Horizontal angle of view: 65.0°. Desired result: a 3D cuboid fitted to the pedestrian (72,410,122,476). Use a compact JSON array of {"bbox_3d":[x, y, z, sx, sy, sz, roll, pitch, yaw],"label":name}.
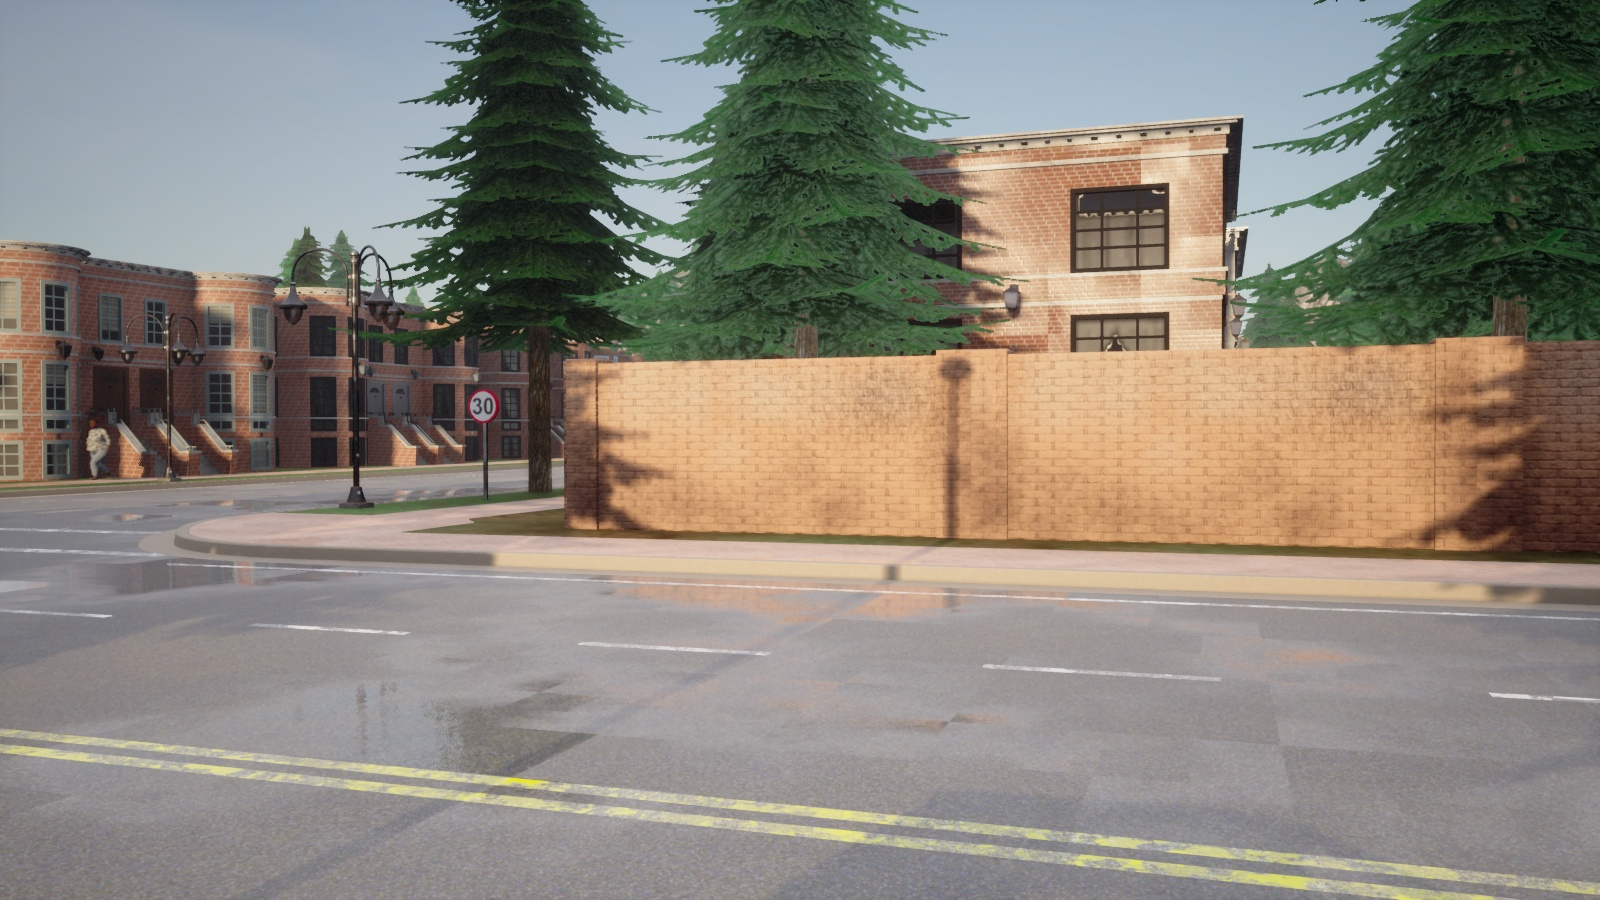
[{"bbox_3d":[-20.061,-0.194,35.841,0.874,1.855,0.900,1,1,26],"label":"pedestrian"}]
